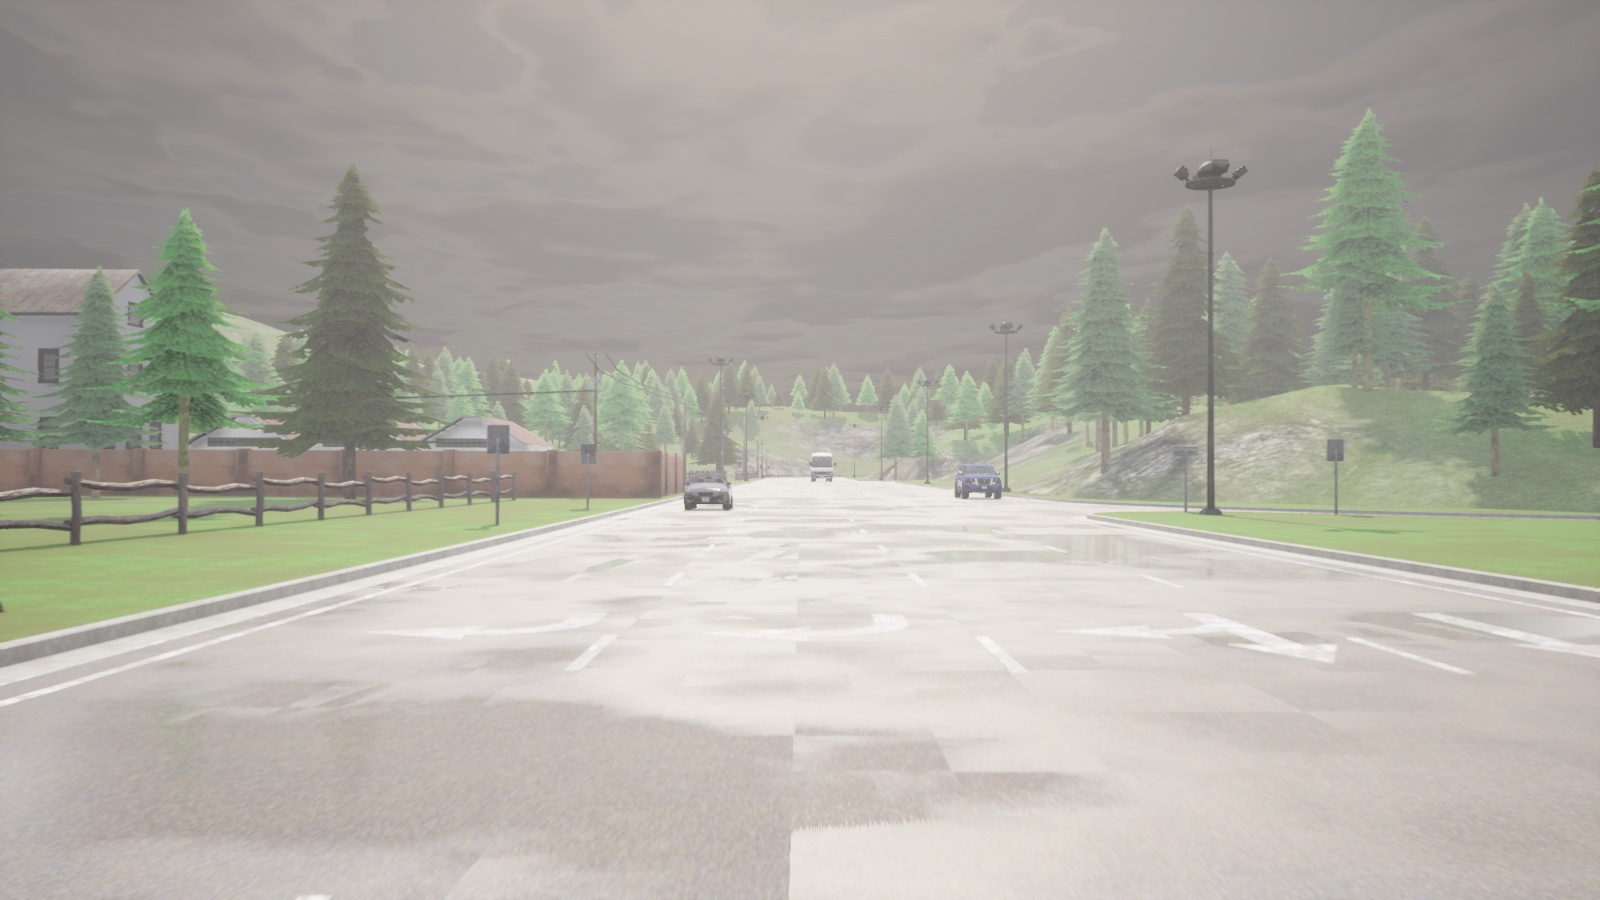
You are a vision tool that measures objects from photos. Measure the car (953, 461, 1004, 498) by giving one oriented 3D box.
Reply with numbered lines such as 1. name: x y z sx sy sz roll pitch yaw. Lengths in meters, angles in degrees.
1. car: 10.341 1.717 73.182 2.150 2.045 5.566 0 -1 0

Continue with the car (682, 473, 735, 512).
1. car: -3.611 1.681 50.060 1.816 1.474 4.193 0 -1 0
